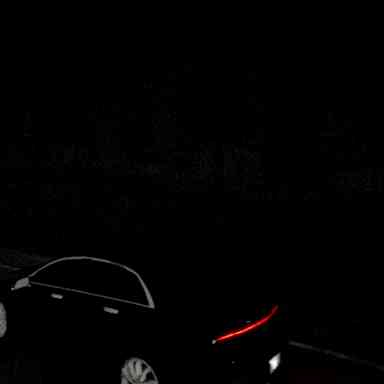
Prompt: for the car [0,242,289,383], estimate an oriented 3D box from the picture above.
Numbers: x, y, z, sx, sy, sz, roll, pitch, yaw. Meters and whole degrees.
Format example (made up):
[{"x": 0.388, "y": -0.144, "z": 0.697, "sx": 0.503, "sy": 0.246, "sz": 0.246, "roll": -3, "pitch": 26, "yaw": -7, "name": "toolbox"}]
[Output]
[{"x": -1.126, "y": 1.502, "z": 4.796, "sx": 4.892, "sy": 1.490, "sz": 1.837, "roll": -1, "pitch": 0, "yaw": 35, "name": "car"}]
